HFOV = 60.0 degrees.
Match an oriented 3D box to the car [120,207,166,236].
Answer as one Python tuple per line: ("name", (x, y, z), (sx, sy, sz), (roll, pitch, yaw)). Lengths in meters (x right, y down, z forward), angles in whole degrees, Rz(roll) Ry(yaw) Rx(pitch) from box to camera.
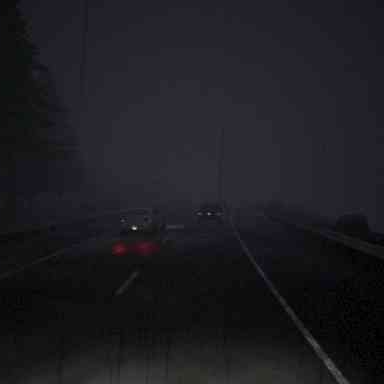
("car", (-2.653, 1.534, 18.537), (1.812, 1.442, 4.674), (0, 0, 4))

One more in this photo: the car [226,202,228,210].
("car", (3.629, 1.630, 42.592), (1.895, 1.301, 4.718), (0, 0, 9))

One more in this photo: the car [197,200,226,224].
("car", (1.416, 1.564, 25.347), (2.033, 1.411, 5.357), (0, 0, 5))
